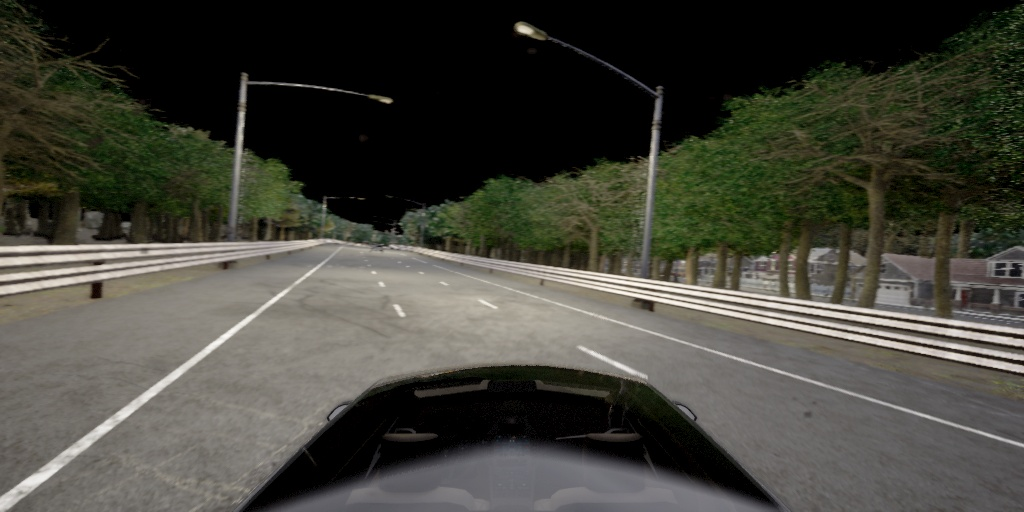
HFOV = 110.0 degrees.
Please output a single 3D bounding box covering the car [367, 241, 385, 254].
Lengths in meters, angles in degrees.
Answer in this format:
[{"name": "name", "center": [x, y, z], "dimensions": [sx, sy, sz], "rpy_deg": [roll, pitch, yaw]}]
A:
[{"name": "car", "center": [-19.383, -1.165, 51.395], "dimensions": [1.837, 1.490, 4.892], "rpy_deg": [5, 1, -24]}]
